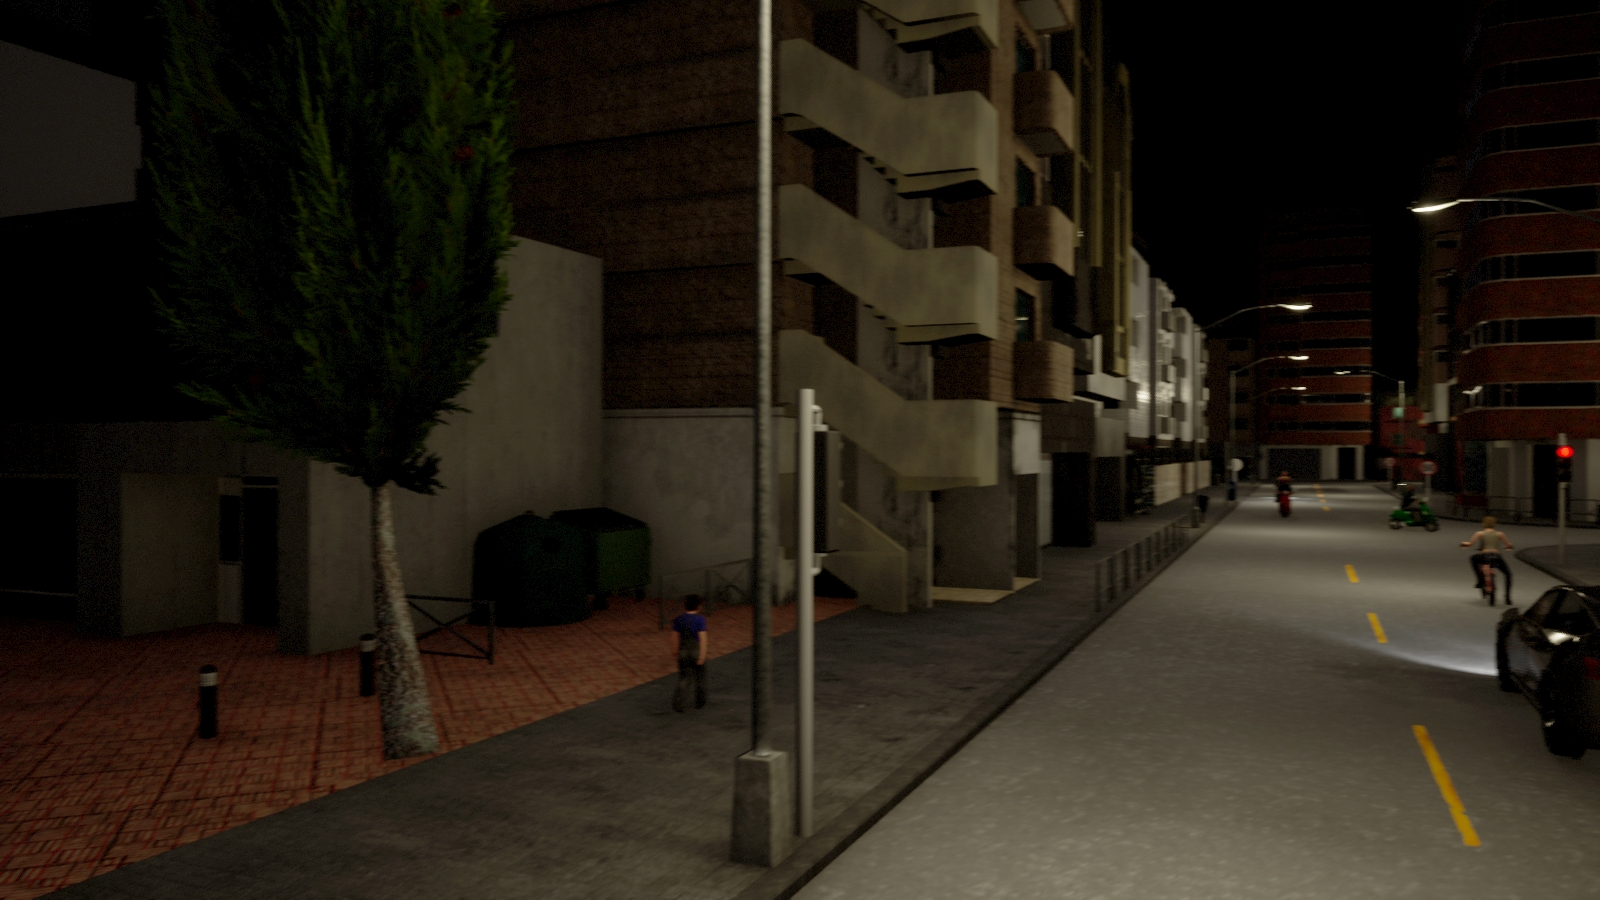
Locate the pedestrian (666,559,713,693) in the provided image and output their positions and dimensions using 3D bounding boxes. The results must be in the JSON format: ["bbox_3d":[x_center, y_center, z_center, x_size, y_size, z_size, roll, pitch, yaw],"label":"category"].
[{"bbox_3d":[-1.132,1.794,11.712,0.375,1.300,0.375,0,0,15],"label":"pedestrian"}]

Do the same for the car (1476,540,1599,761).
[{"bbox_3d":[8.323,1.853,11.422,2.163,1.488,4.792,0,0,24],"label":"car"}]

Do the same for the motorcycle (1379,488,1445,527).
[{"bbox_3d":[21.217,1.985,39.627,0.856,1.236,1.805,2,-1,-28],"label":"motorcycle"}]

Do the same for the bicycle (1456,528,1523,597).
[{"bbox_3d":[12.661,2.050,21.023,0.859,1.080,1.487,0,1,24],"label":"bicycle"}]
